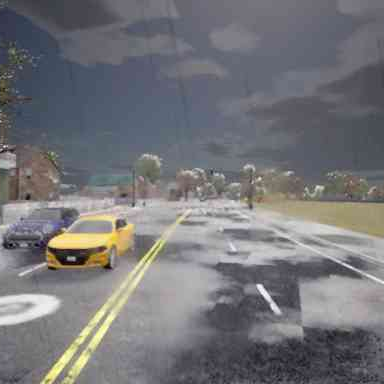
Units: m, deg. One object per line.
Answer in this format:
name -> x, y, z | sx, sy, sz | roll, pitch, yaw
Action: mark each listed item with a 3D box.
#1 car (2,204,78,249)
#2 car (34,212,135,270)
car -> -6.452, 1.488, 15.063 | 2.097, 1.767, 4.553 | 0, 0, 1
car -> -3.262, 1.583, 11.587 | 1.882, 1.535, 5.008 | 0, -1, 1
